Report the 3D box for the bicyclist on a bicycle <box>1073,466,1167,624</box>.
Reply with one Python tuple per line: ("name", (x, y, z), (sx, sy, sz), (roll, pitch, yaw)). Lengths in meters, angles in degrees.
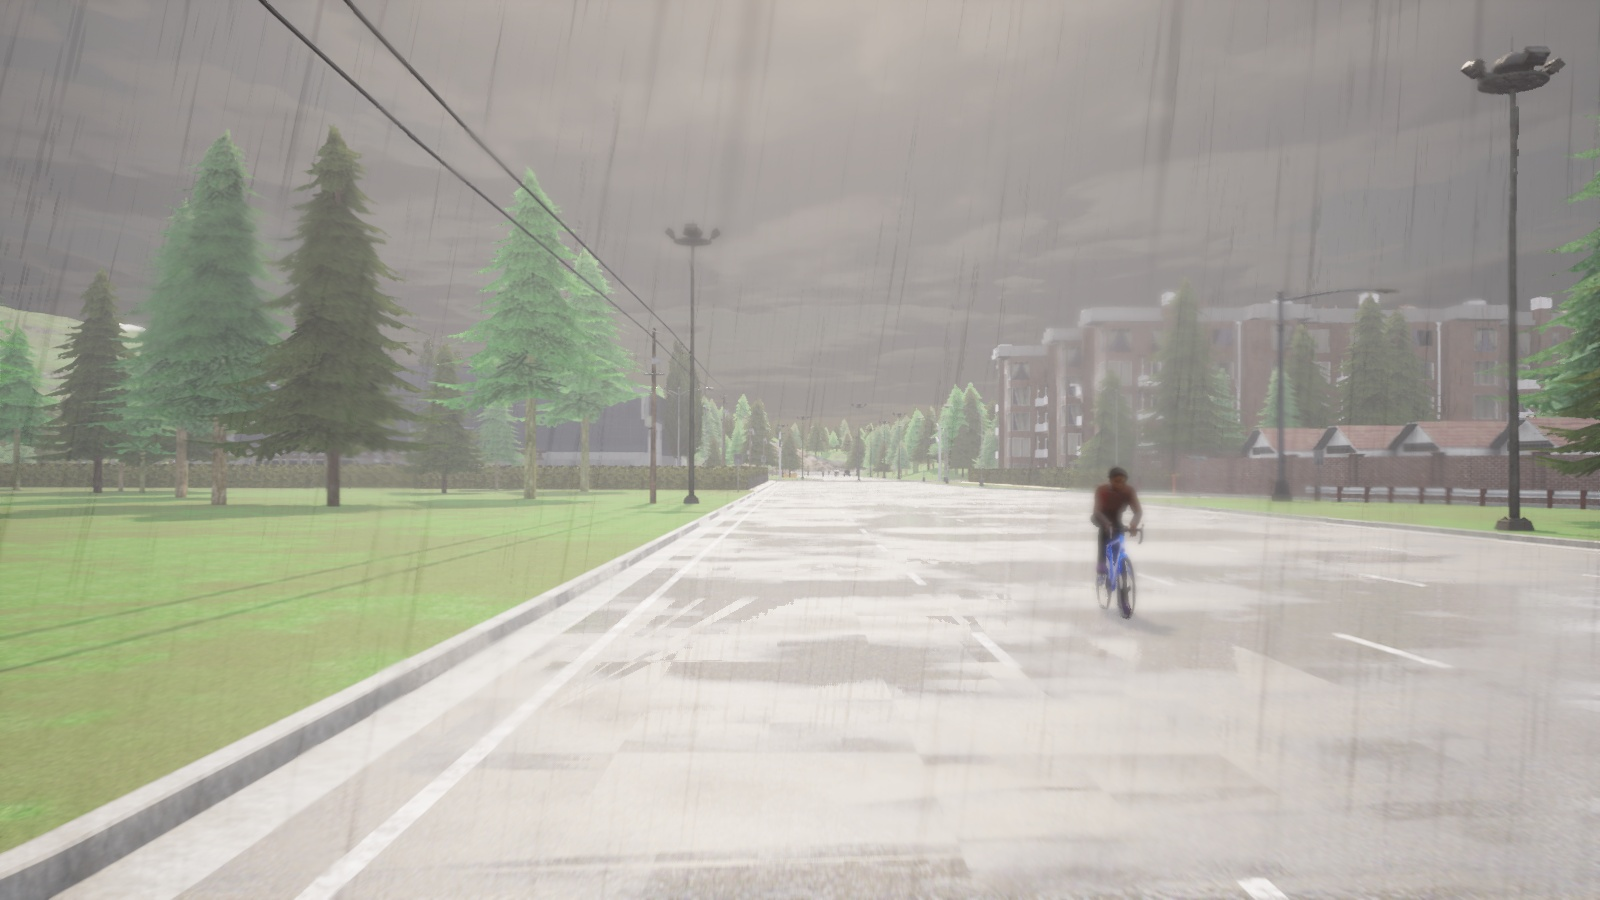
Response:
("bicyclist on a bicycle", (3.467, 0.983, 13.721), (0.582, 1.620, 1.656), (0, -1, 0))
